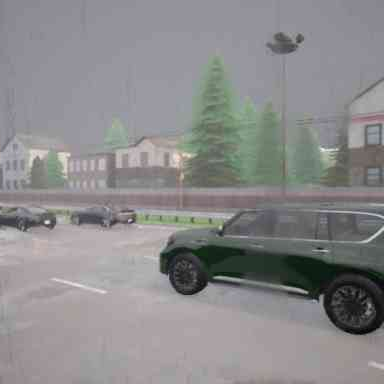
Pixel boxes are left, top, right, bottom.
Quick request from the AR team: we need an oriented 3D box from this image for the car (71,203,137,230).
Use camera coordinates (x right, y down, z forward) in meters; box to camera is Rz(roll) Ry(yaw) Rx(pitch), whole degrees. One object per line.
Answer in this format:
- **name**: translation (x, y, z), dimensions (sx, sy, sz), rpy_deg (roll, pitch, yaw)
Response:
- **car**: translation (-5.612, 1.461, 20.897), dimensions (4.902, 1.511, 2.128), rpy_deg (0, 0, 36)

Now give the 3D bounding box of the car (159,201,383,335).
- **car**: translation (1.884, 1.217, 6.947), dimensions (5.566, 2.045, 2.150), rpy_deg (0, 0, 36)

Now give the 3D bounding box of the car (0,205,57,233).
- **car**: translation (-9.823, 1.490, 19.583), dimensions (4.674, 1.442, 1.812), rpy_deg (0, 0, 35)
